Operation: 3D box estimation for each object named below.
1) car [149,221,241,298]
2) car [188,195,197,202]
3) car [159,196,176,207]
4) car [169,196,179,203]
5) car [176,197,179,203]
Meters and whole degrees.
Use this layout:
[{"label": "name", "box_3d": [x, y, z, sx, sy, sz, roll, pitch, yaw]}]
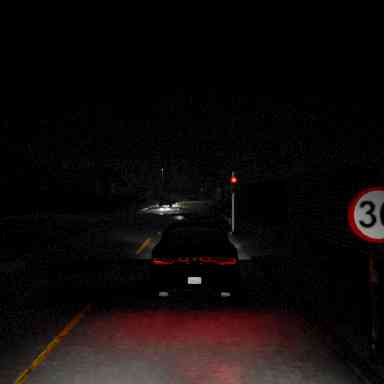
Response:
[{"label": "car", "box_3d": [0.073, 1.478, 8.600, 1.882, 1.535, 5.008, 0, 0, 1]}, {"label": "car", "box_3d": [0.182, 1.339, 71.375, 1.812, 1.442, 4.674, 0, 0, 0]}, {"label": "car", "box_3d": [-3.965, 1.491, 50.921, 2.128, 1.511, 4.902, 0, 0, 0]}, {"label": "car", "box_3d": [-3.820, 1.595, 70.453, 1.895, 1.301, 4.718, 0, 0, 0]}, {"label": "car", "box_3d": [-3.918, 1.492, 60.401, 2.128, 1.511, 4.902, 0, 0, 0]}]
